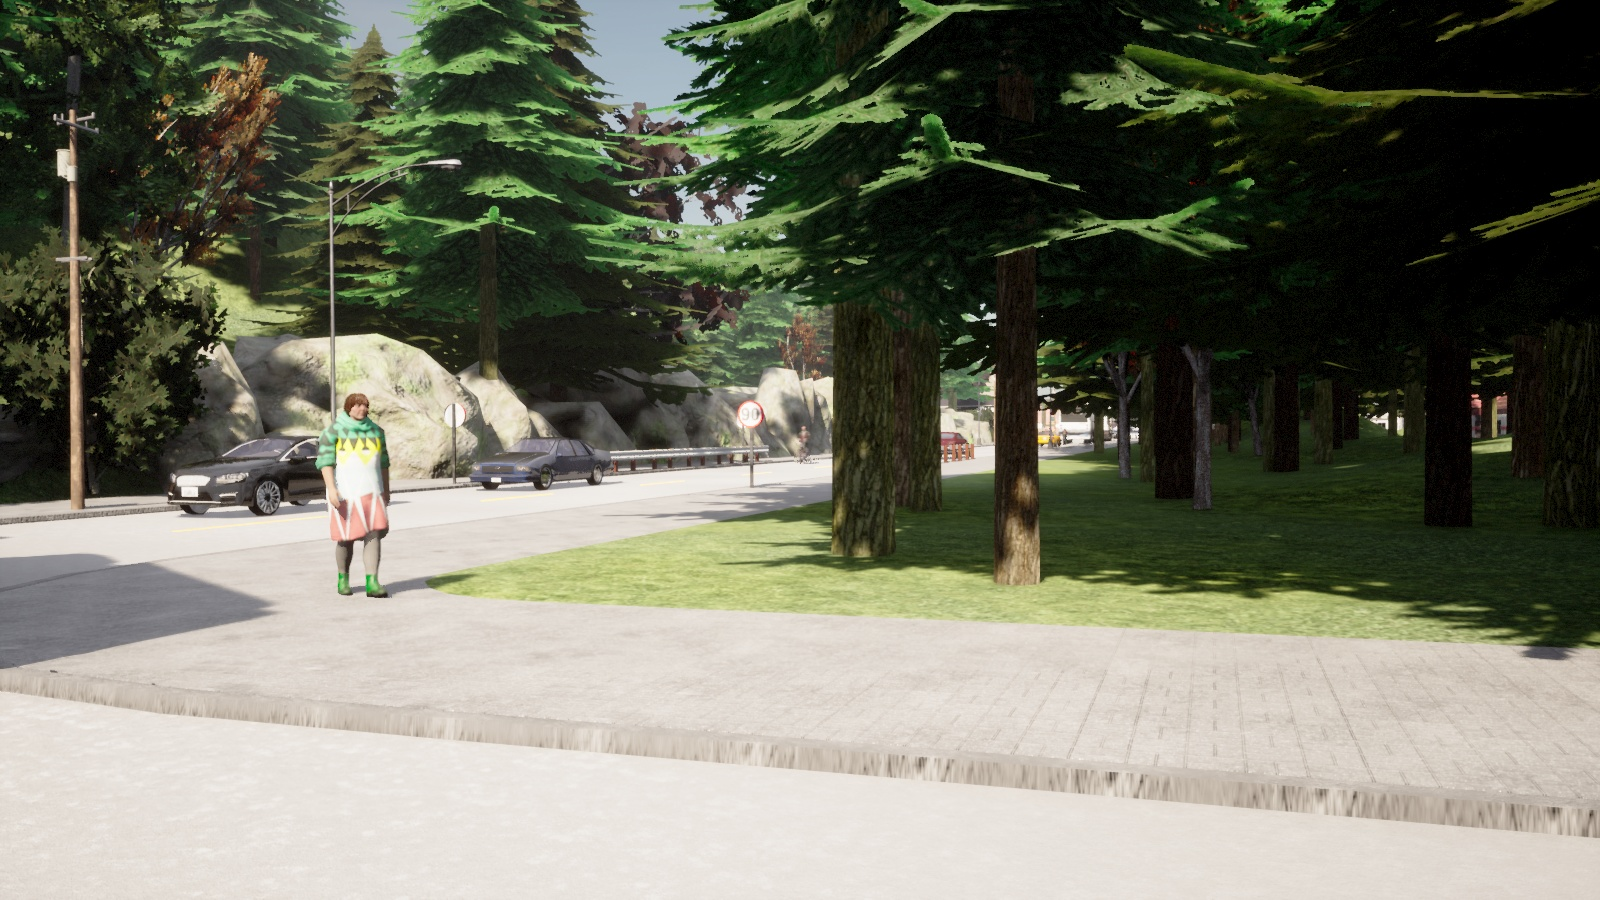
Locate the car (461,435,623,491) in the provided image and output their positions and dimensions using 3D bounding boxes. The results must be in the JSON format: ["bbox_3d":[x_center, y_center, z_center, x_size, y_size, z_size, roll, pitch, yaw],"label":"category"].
[{"bbox_3d":[-7.051,0.286,35.022,2.033,1.411,5.357,1,1,18],"label":"car"}]

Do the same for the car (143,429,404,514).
[{"bbox_3d":[-10.291,0.343,25.046,2.128,1.511,4.902,1,1,18],"label":"car"}]

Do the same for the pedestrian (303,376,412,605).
[{"bbox_3d":[-3.962,0.341,11.239,0.659,1.952,0.873,-1,1,-39],"label":"pedestrian"}]

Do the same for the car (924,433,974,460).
[{"bbox_3d":[8.214,-0.220,68.887,1.812,1.442,4.674,1,1,18],"label":"car"}]
